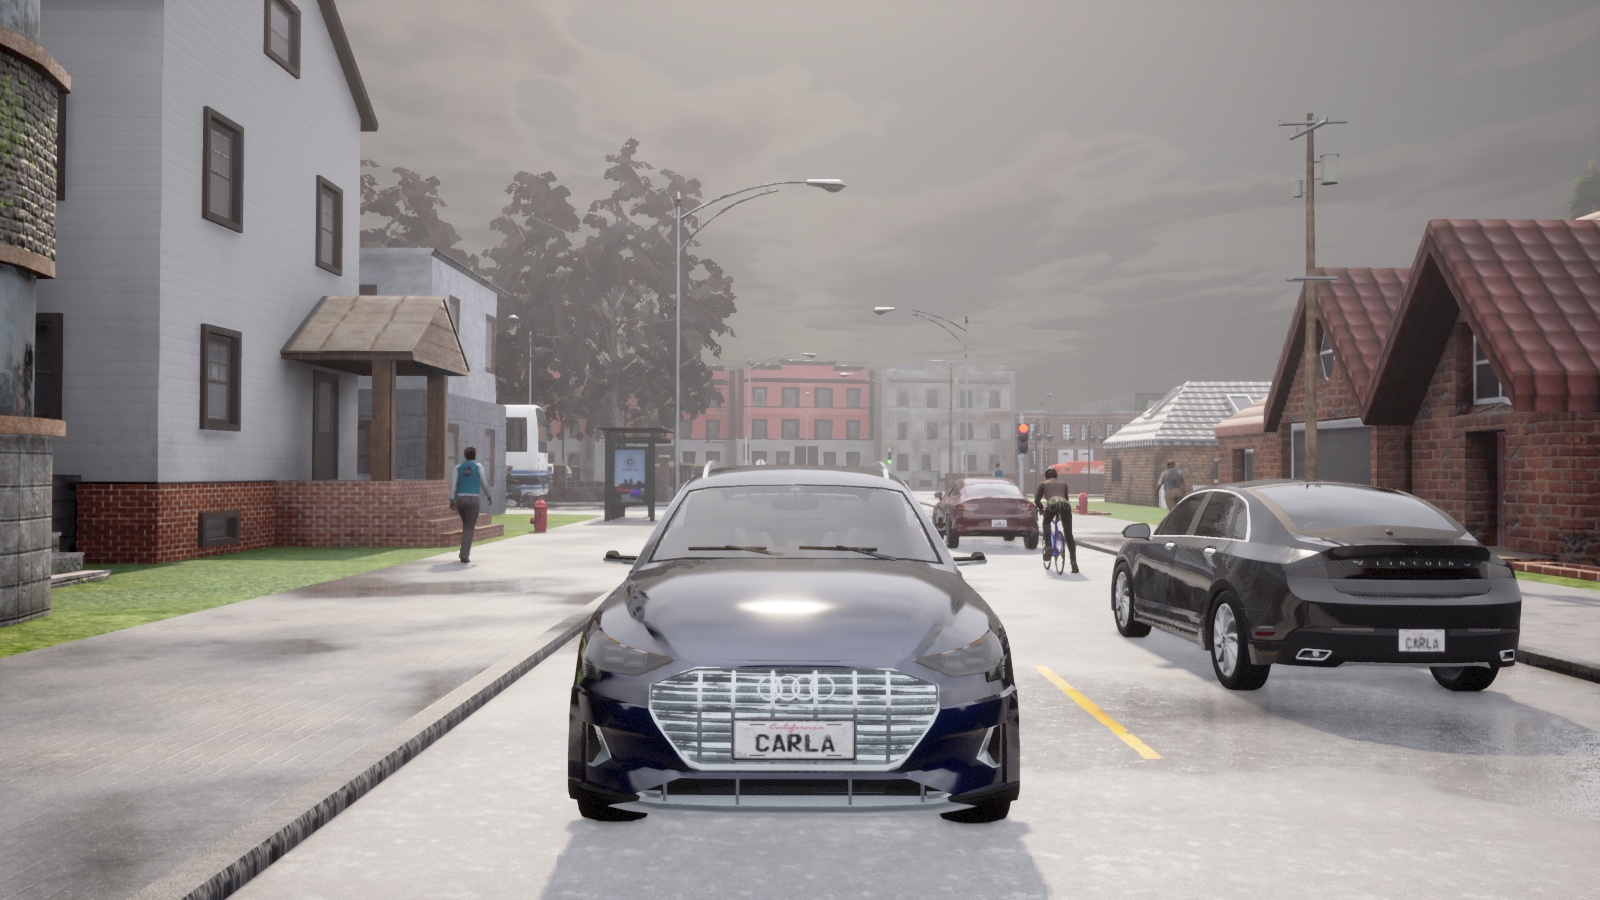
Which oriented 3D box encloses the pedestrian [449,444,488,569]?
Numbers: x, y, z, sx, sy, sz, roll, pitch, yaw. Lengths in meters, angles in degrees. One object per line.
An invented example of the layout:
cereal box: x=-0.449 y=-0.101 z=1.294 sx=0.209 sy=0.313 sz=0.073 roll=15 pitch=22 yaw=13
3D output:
pedestrian: x=-5.184 y=0.875 z=19.673 sx=0.396 sy=1.930 sz=0.692 roll=0 pitch=-1 yaw=3

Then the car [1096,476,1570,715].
car: x=3.973 y=0.979 z=10.446 sx=1.837 sy=1.490 sz=4.892 roll=0 pitch=-1 yaw=0

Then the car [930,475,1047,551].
car: x=3.920 y=1.274 z=26.825 sx=1.812 sy=1.442 sz=4.674 roll=0 pitch=-1 yaw=1

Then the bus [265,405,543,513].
bus: x=-16.065 y=0.369 z=51.740 sx=10.273 sy=4.253 sz=3.944 roll=0 pitch=-1 yaw=-4

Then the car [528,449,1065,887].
car: x=-0.020 y=0.865 z=7.198 sx=2.033 sy=1.649 sz=4.856 roll=0 pitch=-1 yaw=0

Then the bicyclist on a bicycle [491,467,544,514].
bicyclist on a bicycle: x=-10.693 y=1.525 z=47.567 sx=1.843 sy=1.776 sz=0.659 roll=0 pitch=-1 yaw=0

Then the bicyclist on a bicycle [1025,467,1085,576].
bicyclist on a bicycle: x=3.948 y=1.079 z=19.547 sx=0.582 sy=1.620 sz=1.656 roll=0 pitch=-1 yaw=0

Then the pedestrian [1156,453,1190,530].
pedestrian: x=9.045 y=0.998 z=30.447 sx=0.540 sy=1.848 sz=0.694 roll=0 pitch=-1 yaw=-7
